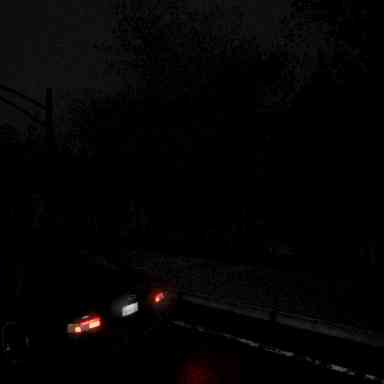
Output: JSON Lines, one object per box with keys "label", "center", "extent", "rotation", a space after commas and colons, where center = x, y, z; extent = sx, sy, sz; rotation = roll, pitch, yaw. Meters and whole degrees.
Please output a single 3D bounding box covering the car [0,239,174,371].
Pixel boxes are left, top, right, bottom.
{"label": "car", "center": [-2.834, 1.547, 5.712], "extent": [5.357, 1.411, 2.033], "rotation": [0, 0, 36]}
